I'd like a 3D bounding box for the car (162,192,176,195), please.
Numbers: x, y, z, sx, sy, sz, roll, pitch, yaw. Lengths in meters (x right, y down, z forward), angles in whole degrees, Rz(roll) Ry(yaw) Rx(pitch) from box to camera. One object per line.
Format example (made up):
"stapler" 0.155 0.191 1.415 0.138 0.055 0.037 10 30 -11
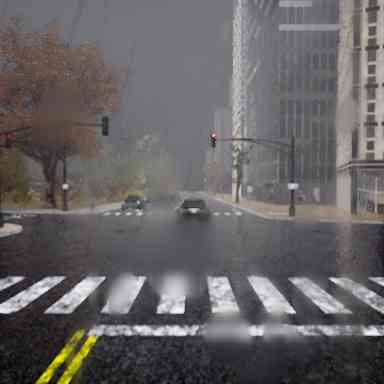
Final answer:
"car" -3.297 1.189 52.168 1.837 1.490 4.892 0 0 0

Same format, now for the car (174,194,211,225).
"car" 0.123 1.192 22.520 2.097 1.767 4.553 1 1 0

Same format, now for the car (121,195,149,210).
"car" -6.576 1.113 37.664 2.097 1.767 4.553 0 0 0

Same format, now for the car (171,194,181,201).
"car" -3.230 1.123 67.755 1.812 1.442 4.674 0 0 0

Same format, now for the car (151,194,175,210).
"car" -3.322 1.280 38.851 1.812 1.442 4.674 0 0 0

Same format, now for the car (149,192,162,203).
"car" -6.513 1.210 55.692 2.033 1.411 5.357 0 0 1

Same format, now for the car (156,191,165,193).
"car" -6.480 0.820 67.725 2.150 2.045 5.566 0 0 0
